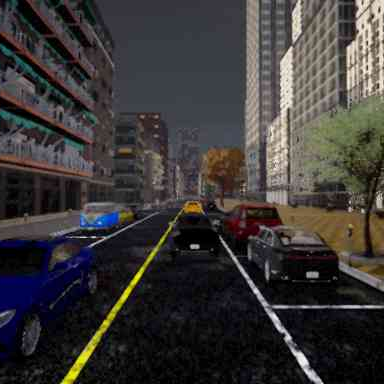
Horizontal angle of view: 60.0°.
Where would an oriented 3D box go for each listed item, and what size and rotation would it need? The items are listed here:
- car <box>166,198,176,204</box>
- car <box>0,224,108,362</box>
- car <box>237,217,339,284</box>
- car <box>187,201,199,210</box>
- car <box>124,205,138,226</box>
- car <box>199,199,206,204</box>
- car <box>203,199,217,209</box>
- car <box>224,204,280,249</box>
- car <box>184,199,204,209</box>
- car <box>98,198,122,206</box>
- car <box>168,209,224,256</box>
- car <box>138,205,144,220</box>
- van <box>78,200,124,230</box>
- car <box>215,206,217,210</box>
[{"bbox_3d":[-5.664,2.448,86.196,2.008,1.369,4.403,0,-1,0],"label":"car"},{"bbox_3d":[-3.098,1.585,6.109,1.812,1.442,4.674,0,-1,0],"label":"car"},{"bbox_3d":[2.696,1.644,9.627,2.008,1.369,4.403,0,-1,0],"label":"car"},{"bbox_3d":[0.117,2.150,54.308,1.895,1.301,4.718,0,-1,0],"label":"car"},{"bbox_3d":[-5.681,1.779,26.028,1.752,1.417,4.829,0,-1,0],"label":"car"},{"bbox_3d":[2.716,2.442,86.194,1.887,1.381,4.507,0,-1,0],"label":"car"},{"bbox_3d":[2.706,2.051,48.285,1.947,1.339,4.313,0,-1,0],"label":"car"},{"bbox_3d":[2.698,1.462,15.152,2.192,1.841,5.009,0,-1,0],"label":"car"},{"bbox_3d":[0.113,1.877,40.132,1.882,1.535,5.008,0,0,0],"label":"car"},{"bbox_3d":[-16.406,2.022,66.797,4.403,1.369,2.008,1,-1,-1],"label":"car"},{"bbox_3d":[0.065,1.637,13.695,1.837,1.490,4.892,0,-1,-1],"label":"car"},{"bbox_3d":[-5.679,1.878,31.720,1.947,1.339,4.313,0,-1,0],"label":"car"},{"bbox_3d":[-5.682,1.542,20.676,1.690,1.788,3.998,0,-1,0],"label":"van"},{"bbox_3d":[2.699,1.767,20.671,1.947,1.339,4.313,0,-1,0],"label":"car"}]
